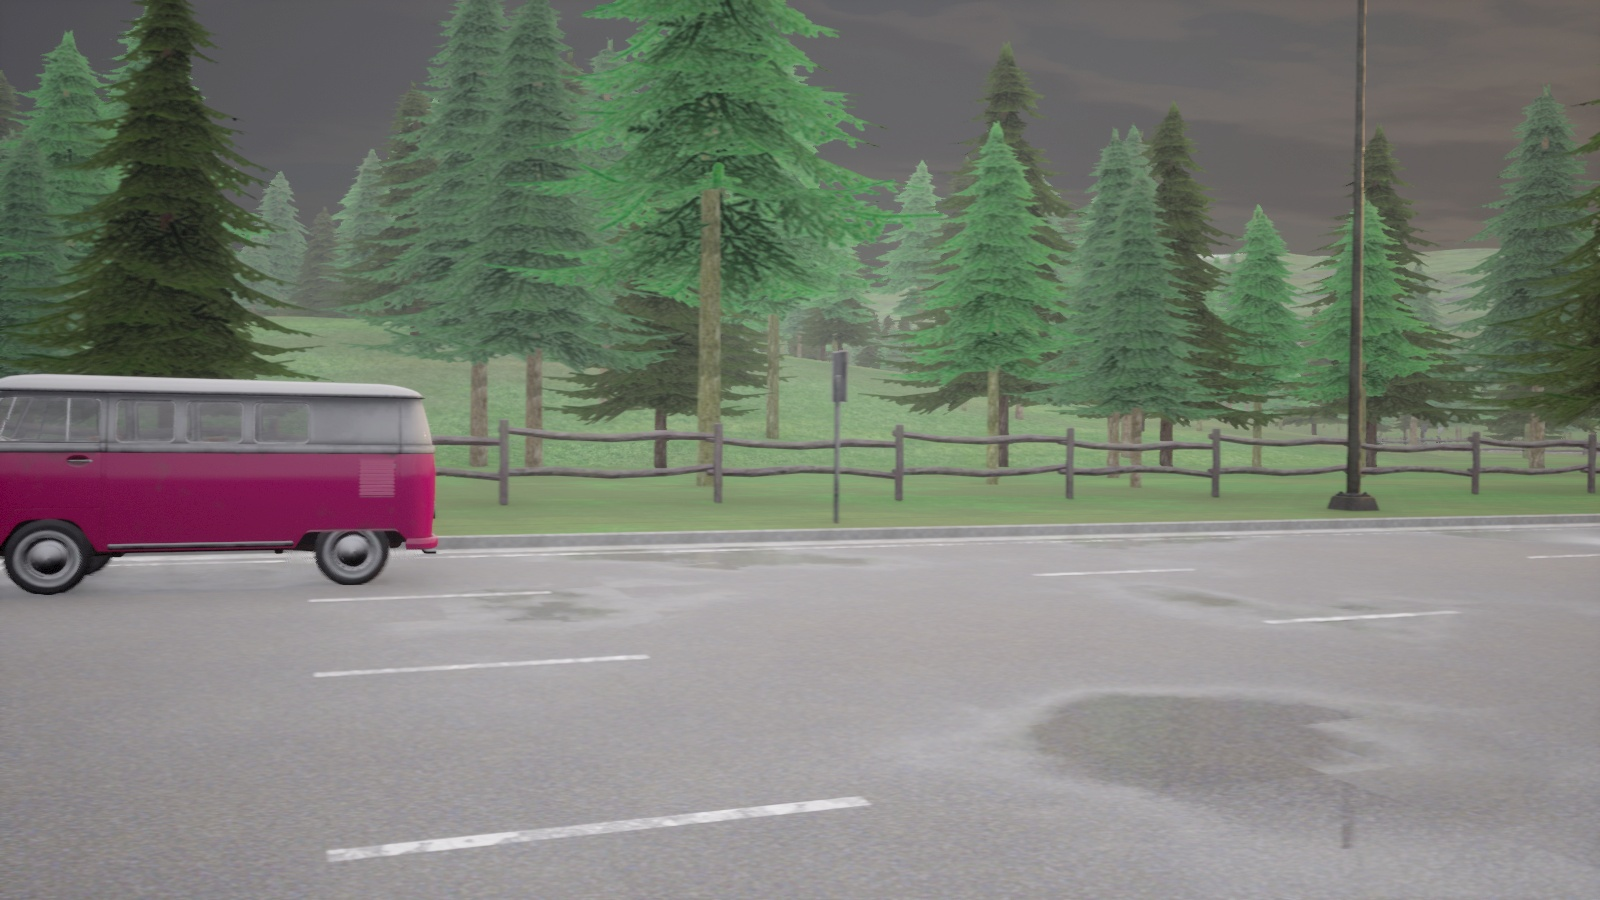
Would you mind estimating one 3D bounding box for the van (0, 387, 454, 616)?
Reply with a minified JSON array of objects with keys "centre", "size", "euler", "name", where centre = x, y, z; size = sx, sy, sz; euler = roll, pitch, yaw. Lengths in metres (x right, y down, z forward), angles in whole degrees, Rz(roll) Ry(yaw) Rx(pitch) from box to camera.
[{"centre":[-5.779,0.414,12.273],"size":[4.442,1.987,1.775],"euler":[-1,1,-21],"name":"van"}]
